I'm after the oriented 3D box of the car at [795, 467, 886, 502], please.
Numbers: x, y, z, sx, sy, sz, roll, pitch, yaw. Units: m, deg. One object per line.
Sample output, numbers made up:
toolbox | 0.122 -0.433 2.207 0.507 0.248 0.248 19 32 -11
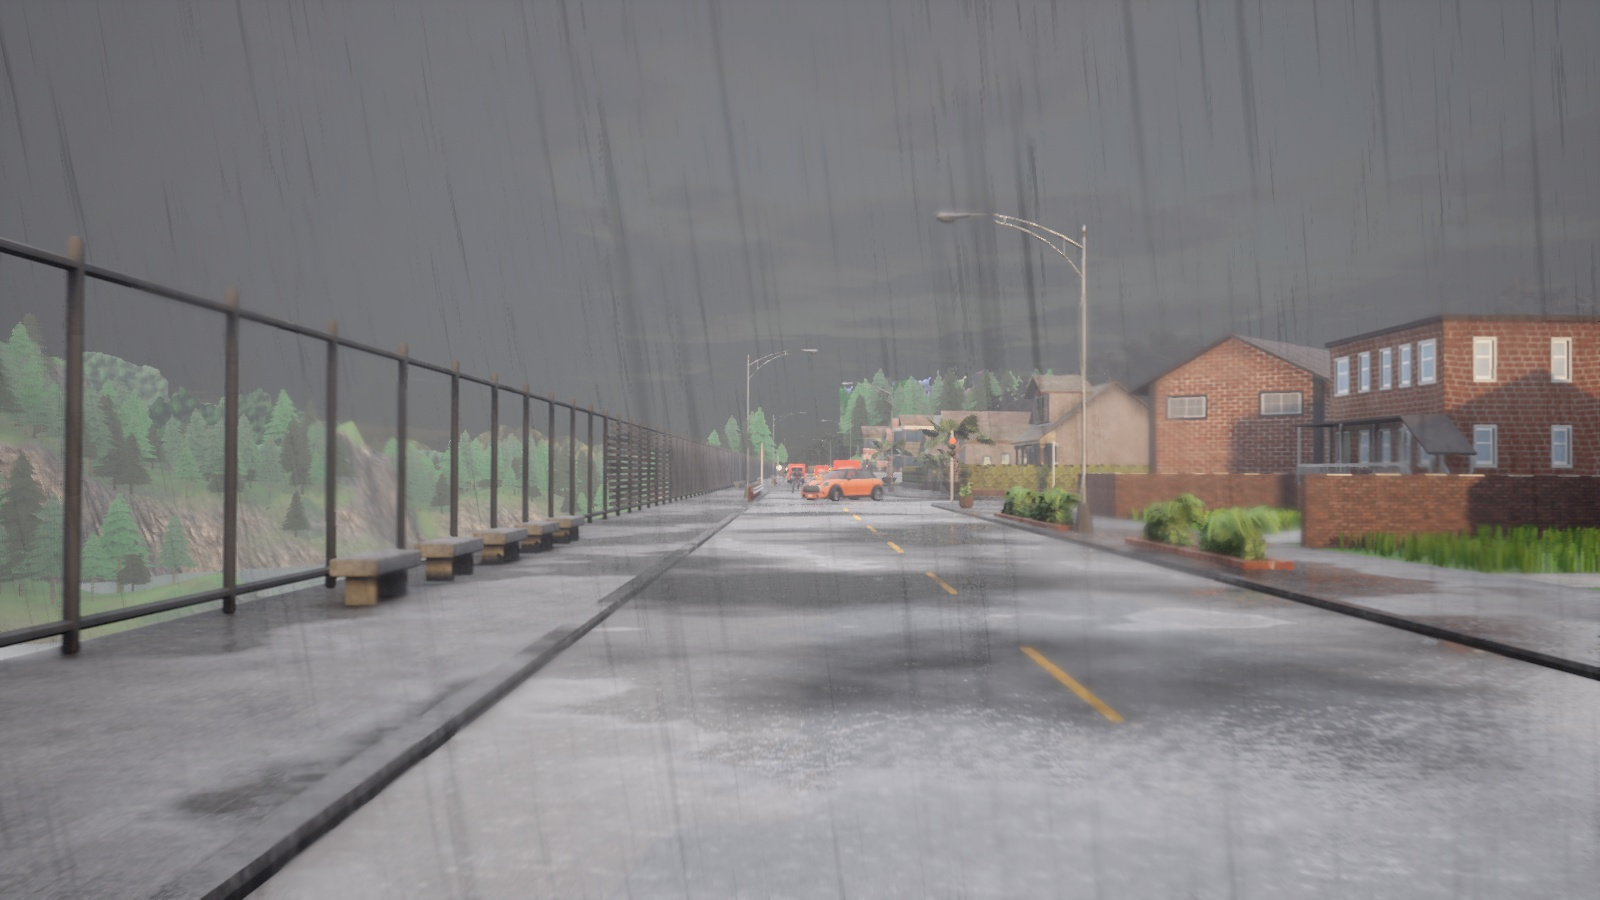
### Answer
car | 2.130 1.757 65.271 4.553 1.767 2.097 1 -1 -42
